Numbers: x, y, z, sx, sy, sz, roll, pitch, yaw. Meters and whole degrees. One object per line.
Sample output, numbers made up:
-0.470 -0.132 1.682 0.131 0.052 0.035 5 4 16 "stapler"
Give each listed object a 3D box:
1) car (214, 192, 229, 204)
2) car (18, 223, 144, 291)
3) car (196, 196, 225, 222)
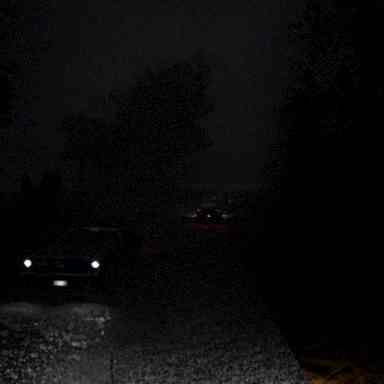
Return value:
3.678 0.718 42.624 2.033 1.411 5.357 1 3 9 "car"
-2.650 1.579 9.098 1.895 1.301 4.718 1 0 2 "car"
1.336 1.350 24.552 1.812 1.442 4.674 0 1 5 "car"
